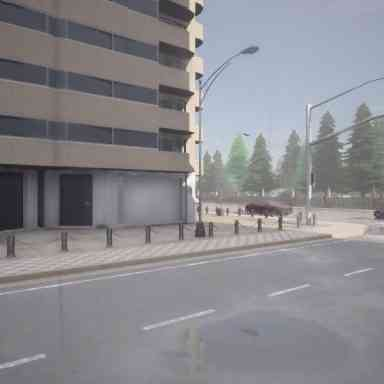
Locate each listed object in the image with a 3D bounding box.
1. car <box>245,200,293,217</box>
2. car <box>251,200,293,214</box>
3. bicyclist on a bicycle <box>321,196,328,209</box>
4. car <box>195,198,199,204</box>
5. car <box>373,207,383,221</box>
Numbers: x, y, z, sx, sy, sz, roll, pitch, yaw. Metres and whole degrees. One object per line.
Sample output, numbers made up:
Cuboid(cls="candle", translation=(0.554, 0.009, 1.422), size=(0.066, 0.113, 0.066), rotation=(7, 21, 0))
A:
Cuboid(cls="car", translation=(7.428, 1.533, 32.437), size=(1.882, 1.535, 5.008), rotation=(0, 0, -36))
Cuboid(cls="car", translation=(8.771, 1.618, 36.559), size=(1.994, 1.385, 4.181), rotation=(0, 0, -36))
Cuboid(cls="bicyclist on a bicycle", translation=(17.332, 1.356, 43.463), size=(1.656, 1.620, 0.582), rotation=(0, 0, -36))
Cuboid(cls="car", translation=(-0.534, 1.581, 61.754), size=(1.812, 1.442, 4.674), rotation=(0, 0, -36))
Cuboid(cls="car", translation=(16.732, 1.610, 26.275), size=(1.994, 1.385, 4.181), rotation=(0, -1, -43))
